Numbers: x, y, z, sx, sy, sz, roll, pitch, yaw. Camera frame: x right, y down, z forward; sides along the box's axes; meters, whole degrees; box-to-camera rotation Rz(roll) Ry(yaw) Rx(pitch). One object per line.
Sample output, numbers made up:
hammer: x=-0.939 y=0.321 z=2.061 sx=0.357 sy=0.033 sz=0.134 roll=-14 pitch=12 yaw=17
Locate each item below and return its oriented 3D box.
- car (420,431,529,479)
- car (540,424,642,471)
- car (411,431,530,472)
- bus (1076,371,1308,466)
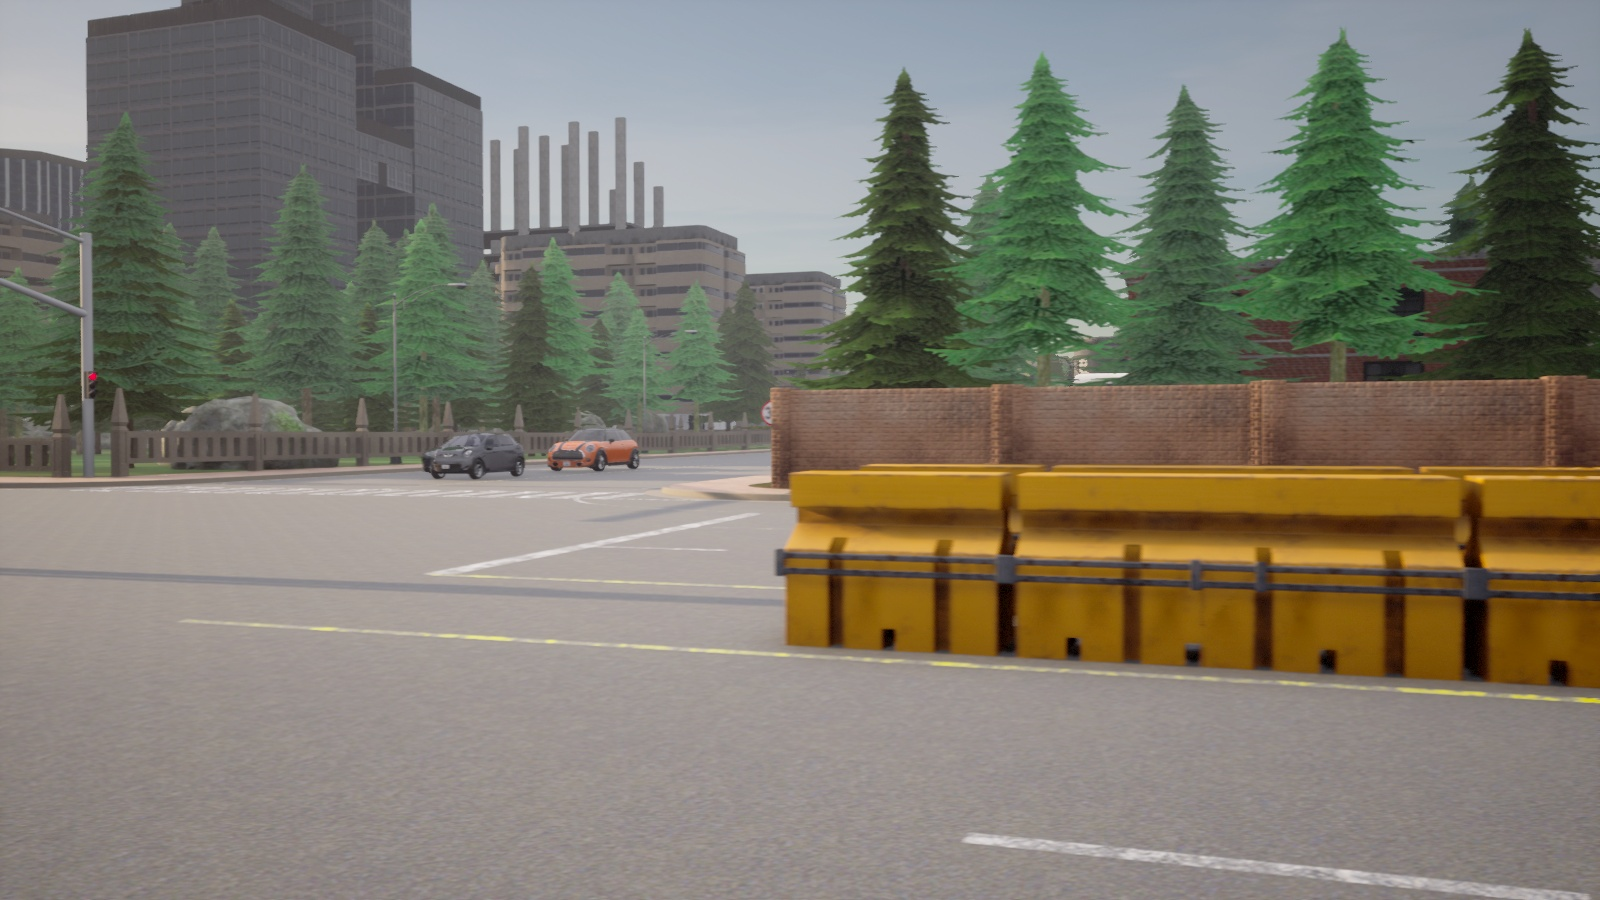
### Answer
car: x=-10.803 y=0.129 z=41.880 sx=1.845 sy=1.501 sz=3.633 roll=1 pitch=1 yaw=18
car: x=-8.193 y=-0.142 z=49.756 sx=2.097 sy=1.767 sz=4.553 roll=1 pitch=1 yaw=18
car: x=-12.484 y=0.011 z=47.935 sx=2.163 sy=1.488 sz=4.792 roll=1 pitch=1 yaw=18
bus: x=18.735 y=-1.482 z=60.192 sx=10.273 sy=4.253 sz=3.944 roll=1 pitch=1 yaw=21
